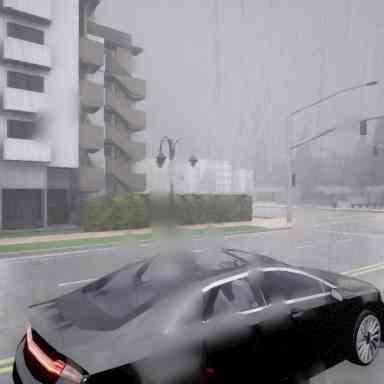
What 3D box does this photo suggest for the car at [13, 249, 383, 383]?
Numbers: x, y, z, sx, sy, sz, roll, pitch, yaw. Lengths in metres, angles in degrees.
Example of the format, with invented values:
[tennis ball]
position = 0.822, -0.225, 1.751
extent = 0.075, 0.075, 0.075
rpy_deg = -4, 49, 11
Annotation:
[car]
position = 0.551, 1.492, 4.150
extent = 4.902, 1.511, 2.128
rpy_deg = 0, 0, -35
